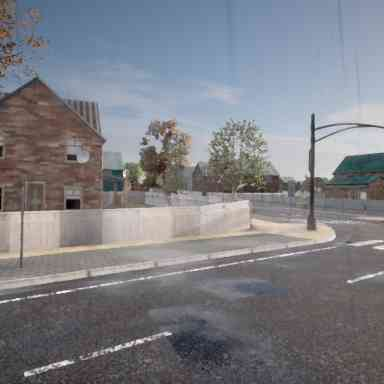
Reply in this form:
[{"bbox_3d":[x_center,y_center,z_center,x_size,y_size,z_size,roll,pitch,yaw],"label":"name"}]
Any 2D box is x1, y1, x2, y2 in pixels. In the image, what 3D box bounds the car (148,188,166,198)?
[{"bbox_3d":[-6.544,0.336,61.636,2.150,2.045,5.566,1,1,-21],"label":"car"}]
